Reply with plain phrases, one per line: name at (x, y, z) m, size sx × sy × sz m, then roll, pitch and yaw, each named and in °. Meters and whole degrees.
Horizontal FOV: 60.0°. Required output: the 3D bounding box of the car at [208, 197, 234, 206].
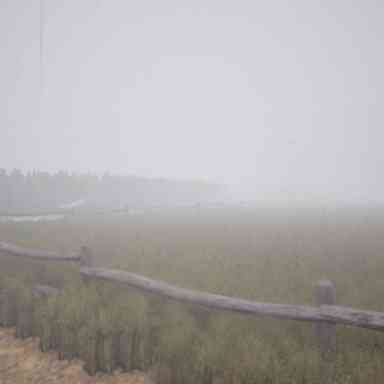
car at (3.897, 1.410, 44.394) m, size 2.128 × 1.511 × 4.902 m, roll 0°, pitch 0°, yaw 36°

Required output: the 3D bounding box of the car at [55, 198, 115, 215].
car at (-8.625, 1.273, 27.092) m, size 1.882 × 1.535 × 5.008 m, roll 0°, pitch 0°, yaw 36°
